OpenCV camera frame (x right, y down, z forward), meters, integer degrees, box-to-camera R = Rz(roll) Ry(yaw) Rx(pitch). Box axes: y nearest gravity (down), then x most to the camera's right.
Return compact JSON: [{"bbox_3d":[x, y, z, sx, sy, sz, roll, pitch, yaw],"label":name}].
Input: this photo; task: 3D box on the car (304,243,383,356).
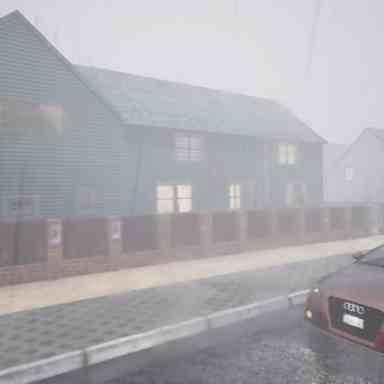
[{"bbox_3d":[3.832,1.555,5.577,4.181,1.385,1.994,0,0,-33],"label":"car"}]
